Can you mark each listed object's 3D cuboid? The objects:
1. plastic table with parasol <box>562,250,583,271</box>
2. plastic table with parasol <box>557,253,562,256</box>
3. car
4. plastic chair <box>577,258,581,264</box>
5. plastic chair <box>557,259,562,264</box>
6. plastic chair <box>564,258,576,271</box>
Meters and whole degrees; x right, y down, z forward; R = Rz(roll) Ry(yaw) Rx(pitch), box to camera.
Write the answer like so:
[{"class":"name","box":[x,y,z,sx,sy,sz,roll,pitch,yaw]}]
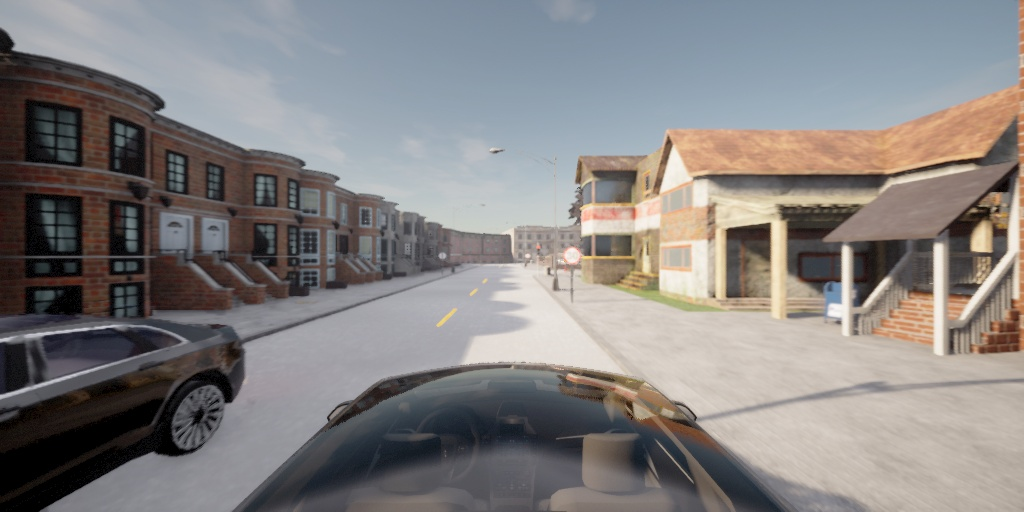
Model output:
[{"class":"plastic table with parasol","box":[10.065,0.724,56.502,2.482,2.480,2.482,0,0,-40]},{"class":"plastic table with parasol","box":[9.624,0.688,60.992,2.482,2.480,2.482,0,0,-40]},{"class":"car","box":[-4.101,1.242,2.279,2.128,1.511,4.902,0,0,0]},{"class":"plastic chair","box":[10.967,1.328,55.529,0.750,1.272,0.730,0,0,-35]},{"class":"plastic chair","box":[8.593,1.289,60.247,0.730,1.272,0.750,0,0,-40]},{"class":"plastic chair","box":[9.034,1.328,55.757,0.730,1.272,0.750,0,0,-40]}]
